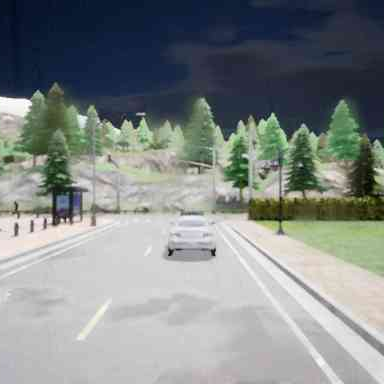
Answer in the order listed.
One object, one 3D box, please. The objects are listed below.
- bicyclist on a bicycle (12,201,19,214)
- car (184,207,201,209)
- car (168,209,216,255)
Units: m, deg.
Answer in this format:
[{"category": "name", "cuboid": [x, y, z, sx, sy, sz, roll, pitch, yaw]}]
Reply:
[{"category": "bicyclist on a bicycle", "cuboid": [-21.692, 1.914, 40.980, 0.582, 1.620, 1.656, 0, 0, 0]}, {"category": "car", "cuboid": [0.058, 1.910, 28.232, 1.895, 1.301, 4.718, 0, -1, 2]}, {"category": "car", "cuboid": [0.014, 1.677, 13.881, 1.812, 1.442, 4.674, 0, 0, 1]}]
